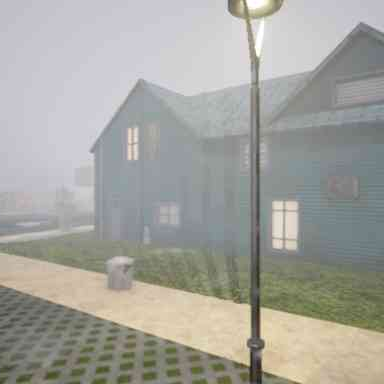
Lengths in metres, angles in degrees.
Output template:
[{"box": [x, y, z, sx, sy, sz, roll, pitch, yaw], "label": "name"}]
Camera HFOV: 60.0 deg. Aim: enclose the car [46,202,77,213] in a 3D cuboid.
[{"box": [-17.502, 2.086, 45.024, 1.812, 1.442, 4.674, 0, -1, 19], "label": "car"}]
